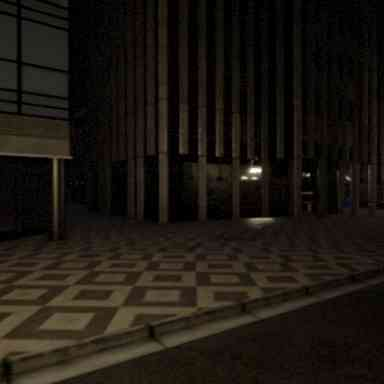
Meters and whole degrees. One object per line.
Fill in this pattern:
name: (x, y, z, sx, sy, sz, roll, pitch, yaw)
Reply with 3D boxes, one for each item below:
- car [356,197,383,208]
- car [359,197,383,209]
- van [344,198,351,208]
car: (33.807, 1.886, 62.361, 2.192, 1.841, 5.009, 0, 0, -36)
car: (30.088, 1.940, 52.910, 2.192, 1.841, 5.009, 0, 0, -36)
van: (26.866, 1.944, 57.399, 1.690, 1.788, 3.998, 0, 0, -36)
